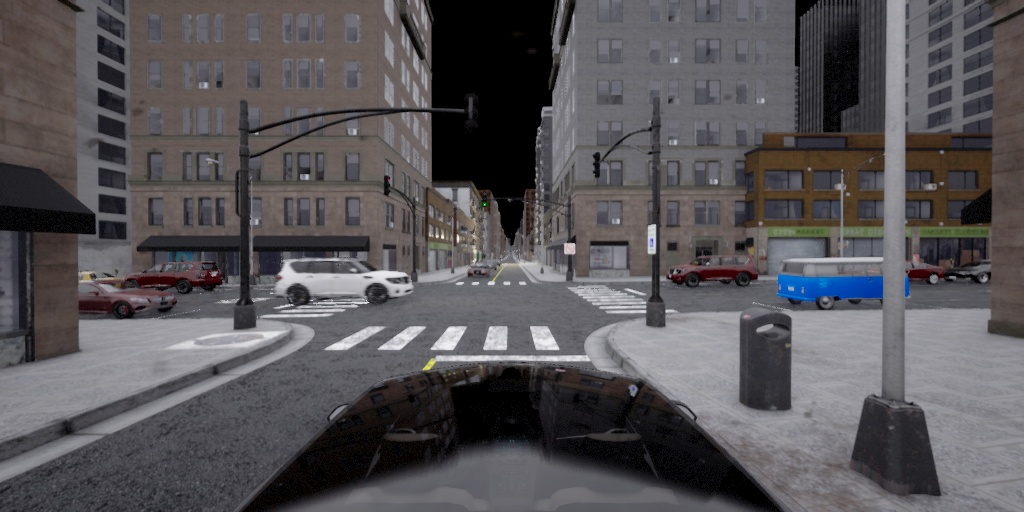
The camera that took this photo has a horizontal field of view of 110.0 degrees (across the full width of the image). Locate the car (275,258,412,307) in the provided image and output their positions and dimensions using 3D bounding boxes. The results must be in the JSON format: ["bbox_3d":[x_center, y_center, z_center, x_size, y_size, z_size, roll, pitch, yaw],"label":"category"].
[{"bbox_3d":[-7.361,1.082,15.899,5.566,2.045,2.150,-1,0,0],"label":"car"}]

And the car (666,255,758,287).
[{"bbox_3d":[12.093,0.868,21.720,5.009,1.841,2.192,0,0,0],"label":"car"}]

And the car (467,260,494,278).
[{"bbox_3d":[-3.100,1.313,34.112,1.994,1.385,4.181,0,0,0],"label":"car"}]

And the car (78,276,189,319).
[{"bbox_3d":[-14.820,1.525,13.124,4.207,1.307,1.802,0,0,0],"label":"car"}]

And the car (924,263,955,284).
[{"bbox_3d":[23.310,0.961,21.749,4.507,1.381,1.888,0,0,0],"label":"car"}]

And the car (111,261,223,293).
[{"bbox_3d":[-20.348,1.266,21.635,5.009,1.841,2.192,0,0,0],"label":"car"}]

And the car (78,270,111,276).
[{"bbox_3d":[-26.023,1.547,21.620,4.829,1.417,1.751,0,0,0],"label":"car"}]

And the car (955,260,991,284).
[{"bbox_3d":[28.920,0.912,21.764,4.313,1.339,1.948,0,0,0],"label":"car"}]

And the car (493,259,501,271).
[{"bbox_3d":[-3.089,1.255,50.125,2.128,1.511,4.902,0,0,0],"label":"car"}]

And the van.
[{"bbox_3d":[12.116,0.955,13.195,3.998,1.789,1.690,0,0,0],"label":"van"}]
